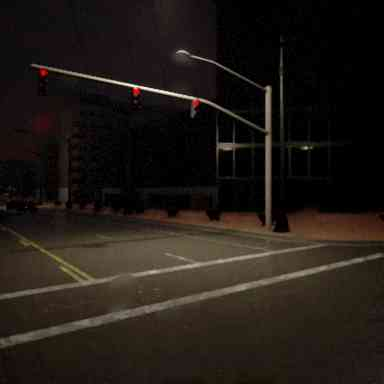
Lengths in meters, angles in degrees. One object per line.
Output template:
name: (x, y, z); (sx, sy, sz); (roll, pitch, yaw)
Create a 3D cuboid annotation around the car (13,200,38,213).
car: (-21.644, 1.940, 43.743); (2.033, 1.411, 5.357); (0, -1, -35)

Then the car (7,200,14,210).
car: (-27.688, 2.042, 52.091); (1.812, 1.442, 4.674); (0, -1, -36)
